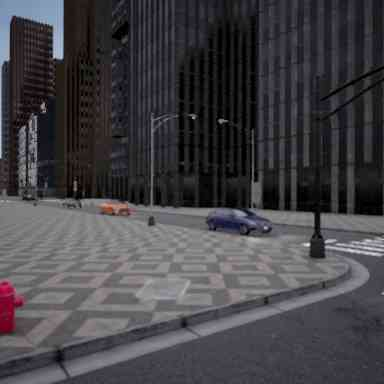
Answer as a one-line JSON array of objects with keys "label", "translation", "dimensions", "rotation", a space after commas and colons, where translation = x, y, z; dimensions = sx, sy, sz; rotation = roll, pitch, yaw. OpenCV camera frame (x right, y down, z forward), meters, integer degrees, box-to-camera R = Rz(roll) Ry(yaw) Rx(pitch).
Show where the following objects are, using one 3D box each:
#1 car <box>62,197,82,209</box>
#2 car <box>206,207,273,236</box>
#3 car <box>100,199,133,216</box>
[{"label": "car", "translation": [-17.404, 1.526, 48.164], "dimensions": [1.837, 1.490, 4.892], "rotation": [0, 0, -35]}, {"label": "car", "translation": [2.647, 1.649, 19.688], "dimensions": [1.812, 1.442, 4.674], "rotation": [0, 0, -34]}, {"label": "car", "translation": [-7.908, 1.529, 34.598], "dimensions": [2.097, 1.767, 4.553], "rotation": [0, 0, -35]}]
